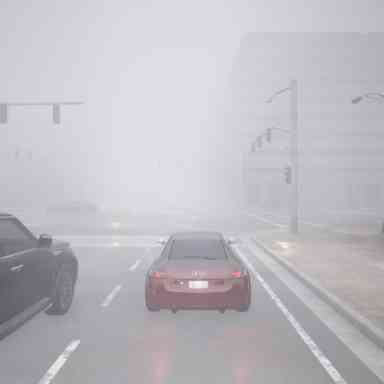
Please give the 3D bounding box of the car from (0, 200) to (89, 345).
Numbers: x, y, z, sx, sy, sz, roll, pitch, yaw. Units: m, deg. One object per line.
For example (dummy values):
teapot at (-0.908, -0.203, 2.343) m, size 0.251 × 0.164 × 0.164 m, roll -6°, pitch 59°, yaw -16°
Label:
car at (-3.397, 1.221, 4.398) m, size 2.150 × 2.045 × 5.566 m, roll 0°, pitch 0°, yaw 1°

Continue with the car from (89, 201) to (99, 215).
car at (-11.378, 1.504, 31.802) m, size 4.892 × 1.490 × 1.837 m, roll 0°, pitch 0°, yaw 0°

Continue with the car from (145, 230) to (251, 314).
car at (0.113, 1.564, 7.723) m, size 1.994 × 1.385 × 4.181 m, roll 0°, pitch 0°, yaw 0°
